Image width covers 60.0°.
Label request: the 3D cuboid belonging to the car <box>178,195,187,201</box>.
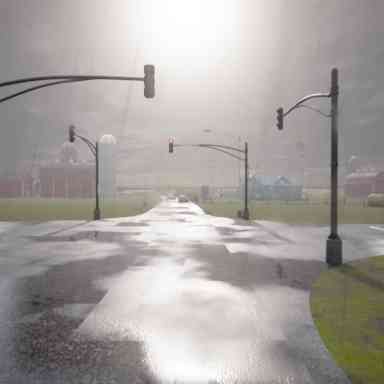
[{"bbox_3d":[-2.361,1.463,79.914,1.837,1.490,4.892,0,0,-4],"label":"car"}]

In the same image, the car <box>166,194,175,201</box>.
[{"bbox_3d":[-4.735,1.182,73.929,1.812,1.442,4.674,0,0,-3],"label":"car"}]

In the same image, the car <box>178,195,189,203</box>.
[{"bbox_3d":[-1.747,1.623,69.930,1.895,1.301,4.718,0,0,-3],"label":"car"}]
